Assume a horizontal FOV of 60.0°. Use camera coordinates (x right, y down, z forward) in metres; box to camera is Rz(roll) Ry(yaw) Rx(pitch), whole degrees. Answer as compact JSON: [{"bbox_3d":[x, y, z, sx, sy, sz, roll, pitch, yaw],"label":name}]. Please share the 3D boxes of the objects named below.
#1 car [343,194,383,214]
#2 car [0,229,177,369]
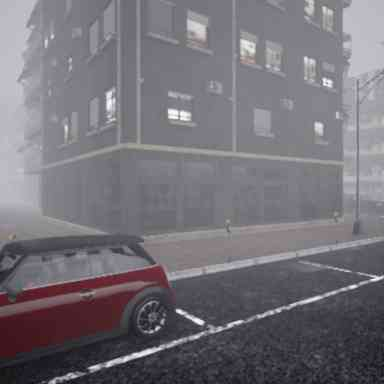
[{"bbox_3d":[16.053,1.138,32.246,2.192,1.841,5.009,0,0,-36],"label":"car"},{"bbox_3d":[-2.333,1.437,4.897,4.097,1.590,1.967,0,0,-36],"label":"car"}]
